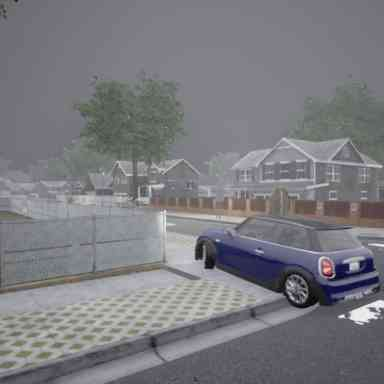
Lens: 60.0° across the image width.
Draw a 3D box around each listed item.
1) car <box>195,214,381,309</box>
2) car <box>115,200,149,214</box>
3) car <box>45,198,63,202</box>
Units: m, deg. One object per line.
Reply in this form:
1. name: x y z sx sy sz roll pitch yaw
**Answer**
1. car: 2.000 1.325 8.241 2.097 1.767 4.553 0 4 -33
2. car: -5.979 1.552 32.476 2.128 1.511 4.902 0 0 -36
3. car: -19.315 1.595 46.381 2.128 1.511 4.902 0 0 -36
